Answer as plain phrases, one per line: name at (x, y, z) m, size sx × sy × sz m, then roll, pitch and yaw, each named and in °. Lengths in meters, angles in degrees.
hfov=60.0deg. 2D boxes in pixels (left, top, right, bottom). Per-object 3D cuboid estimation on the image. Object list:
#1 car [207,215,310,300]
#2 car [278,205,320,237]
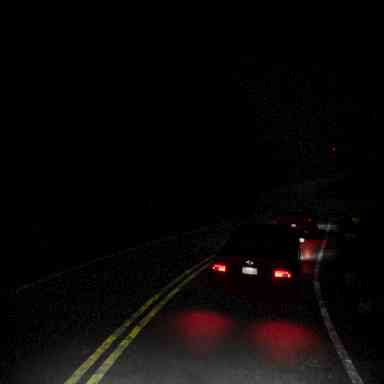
car at (1.876, 1.548, 8.693) m, size 2.033 × 1.411 × 5.357 m, roll 2°, pitch 0°, yaw 18°
car at (5.965, 1.485, 18.538) m, size 1.882 × 1.535 × 5.008 m, roll 2°, pitch 1°, yaw 23°
